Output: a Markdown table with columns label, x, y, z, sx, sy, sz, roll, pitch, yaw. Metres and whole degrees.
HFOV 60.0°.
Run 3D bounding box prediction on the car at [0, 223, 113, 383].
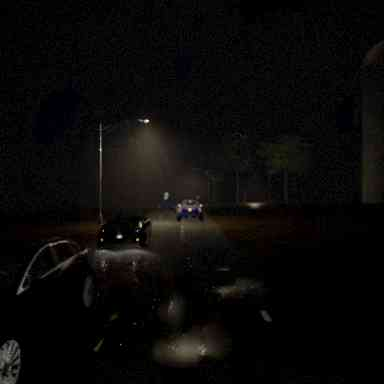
| label | x | y | z | sx | sy | sz | roll | pitch | yaw |
| --- | --- | --- | --- | --- | --- | --- | --- | --- | --- |
| car | -2.874 | 1.495 | 5.008 | 2.128 | 1.511 | 4.902 | 0 | 0 | 0 |

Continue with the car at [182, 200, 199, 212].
| label | x | y | z | sx | sy | sz | roll | pitch | yaw |
| --- | --- | --- | --- | --- | --- | --- | --- | --- | --- |
| car | -0.198 | 1.766 | 43.274 | 2.033 | 1.411 | 5.357 | 0 | -1 | 0 |

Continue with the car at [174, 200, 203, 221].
| label | x | y | z | sx | sy | sz | roll | pitch | yaw |
| --- | --- | --- | --- | --- | --- | --- | --- | --- | --- |
| car | -0.151 | 1.452 | 28.326 | 2.097 | 1.767 | 4.553 | 0 | 0 | 0 |

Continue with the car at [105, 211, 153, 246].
| label | x | y | z | sx | sy | sz | roll | pitch | yaw |
| --- | --- | --- | --- | --- | --- | --- | --- | --- | --- |
| car | -2.931 | 1.600 | 15.277 | 1.994 | 1.385 | 4.181 | 0 | 0 | -1 |

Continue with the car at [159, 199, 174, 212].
| label | x | y | z | sx | sy | sz | roll | pitch | yaw |
| --- | --- | --- | --- | --- | --- | --- | --- | --- | --- |
| car | -3.021 | 1.681 | 41.740 | 1.882 | 1.535 | 5.008 | 0 | -1 | 0 |
